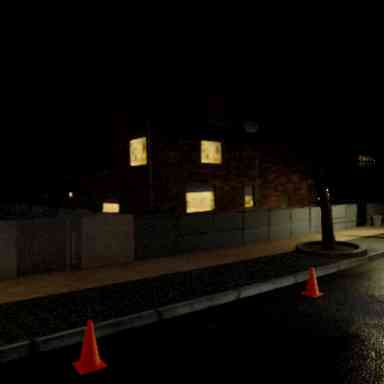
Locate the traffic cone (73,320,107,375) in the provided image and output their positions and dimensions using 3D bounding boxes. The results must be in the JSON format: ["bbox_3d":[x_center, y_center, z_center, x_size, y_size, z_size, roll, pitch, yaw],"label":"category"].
[{"bbox_3d":[-1.321,1.955,4.310,0.340,0.580,0.340,0,0,-36],"label":"traffic cone"}]

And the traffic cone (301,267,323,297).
[{"bbox_3d":[2.630,1.935,7.277,0.340,0.580,0.340,0,0,-38],"label":"traffic cone"}]
